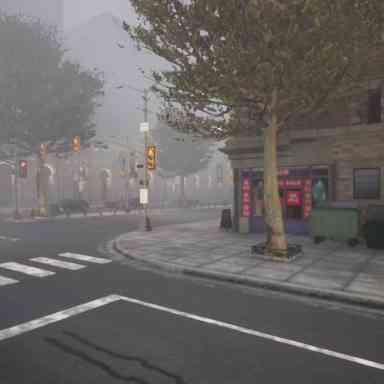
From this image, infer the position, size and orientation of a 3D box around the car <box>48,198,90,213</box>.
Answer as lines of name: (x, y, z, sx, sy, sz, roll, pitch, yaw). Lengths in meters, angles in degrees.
car: (-13.908, 1.504, 37.471, 1.837, 1.490, 4.892, 0, 0, 36)

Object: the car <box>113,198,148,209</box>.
car: (-8.070, 1.525, 45.563, 1.812, 1.442, 4.674, 0, 0, 36)

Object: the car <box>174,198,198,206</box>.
car: (-0.975, 1.600, 55.425, 1.895, 1.301, 4.718, 0, 0, 36)

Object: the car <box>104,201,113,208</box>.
car: (-10.283, 1.594, 47.904, 1.895, 1.301, 4.718, 0, 0, 36)
